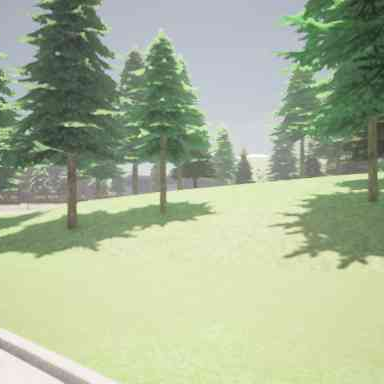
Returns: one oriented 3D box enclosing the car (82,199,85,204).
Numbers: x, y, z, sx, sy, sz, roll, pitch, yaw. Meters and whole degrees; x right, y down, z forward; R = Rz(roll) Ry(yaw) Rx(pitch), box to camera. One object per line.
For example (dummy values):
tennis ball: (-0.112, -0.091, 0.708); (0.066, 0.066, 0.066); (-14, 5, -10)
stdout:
car: (-22.127, 1.926, 76.184); (2.097, 1.767, 4.553); (-1, 0, 35)

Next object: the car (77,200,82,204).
car: (-25.026, 2.198, 78.142); (1.895, 1.301, 4.718); (-1, 0, 35)

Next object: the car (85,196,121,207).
car: (-16.903, 1.728, 63.601); (2.150, 2.045, 5.566); (-1, 0, 35)
